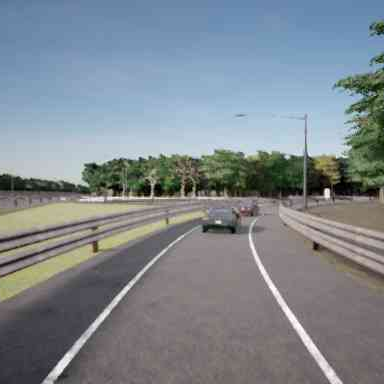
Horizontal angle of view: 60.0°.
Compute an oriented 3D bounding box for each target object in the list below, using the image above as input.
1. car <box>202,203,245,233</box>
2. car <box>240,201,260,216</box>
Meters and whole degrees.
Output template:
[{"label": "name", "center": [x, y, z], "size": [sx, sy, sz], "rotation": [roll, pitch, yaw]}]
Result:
[{"label": "car", "center": [1.851, 1.593, 19.987], "size": [1.994, 1.385, 4.181], "rotation": [0, 0, 13]}, {"label": "car", "center": [5.672, 1.611, 33.998], "size": [2.033, 1.411, 5.357], "rotation": [1, 0, 20]}]
